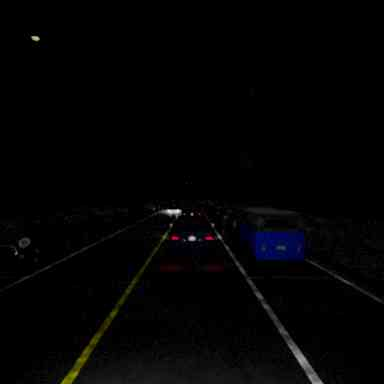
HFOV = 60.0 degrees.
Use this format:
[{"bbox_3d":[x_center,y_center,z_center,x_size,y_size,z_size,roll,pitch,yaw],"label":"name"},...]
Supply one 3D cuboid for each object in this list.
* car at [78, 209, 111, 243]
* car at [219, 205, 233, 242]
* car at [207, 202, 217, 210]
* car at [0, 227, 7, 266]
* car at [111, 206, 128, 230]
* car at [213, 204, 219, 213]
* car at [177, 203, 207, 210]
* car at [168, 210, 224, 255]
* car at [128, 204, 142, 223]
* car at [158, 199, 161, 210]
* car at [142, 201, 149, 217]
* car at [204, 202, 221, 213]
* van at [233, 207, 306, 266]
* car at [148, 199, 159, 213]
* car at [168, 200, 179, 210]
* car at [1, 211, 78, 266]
[{"bbox_3d":[-5.846,1.722,17.291,1.887,1.381,4.507,1,-1,0],"label":"car"},{"bbox_3d":[2.680,1.617,17.286,1.967,1.590,4.097,1,-1,0],"label":"car"},{"bbox_3d":[2.681,1.954,33.662,1.802,1.307,4.206,0,-1,0],"label":"car"},{"bbox_3d":[-5.847,1.613,6.373,2.008,1.369,4.403,1,-1,0],"label":"car"},{"bbox_3d":[-5.845,1.821,22.750,1.802,1.307,4.206,1,-1,0],"label":"car"},{"bbox_3d":[2.680,1.784,22.744,1.887,1.381,4.507,1,-1,0],"label":"car"},{"bbox_3d":[0.007,1.861,29.004,2.033,1.411,5.357,0,-1,0],"label":"car"},{"bbox_3d":[0.004,1.689,14.005,2.033,1.411,5.357,0,-1,0],"label":"car"},{"bbox_3d":[-5.844,1.855,28.209,2.008,1.369,4.403,1,-1,0],"label":"car"},{"bbox_3d":[-5.839,1.911,50.047,2.192,1.841,5.009,0,-1,0],"label":"car"},{"bbox_3d":[-5.844,1.938,33.668,1.947,1.339,4.313,1,-1,0],"label":"car"},{"bbox_3d":[2.683,2.063,44.581,1.887,1.381,4.507,0,-1,0],"label":"car"},{"bbox_3d":[2.680,1.459,11.828,1.690,1.788,3.998,1,-1,0],"label":"van"},{"bbox_3d":[-5.841,2.042,44.415,1.752,1.417,4.829,0,-1,0],"label":"car"},{"bbox_3d":[-2.991,2.181,56.466,2.128,1.511,4.902,0,-1,0],"label":"car"},{"bbox_3d":[-5.845,1.558,11.834,1.967,1.590,4.097,1,-1,0],"label":"car"}]
